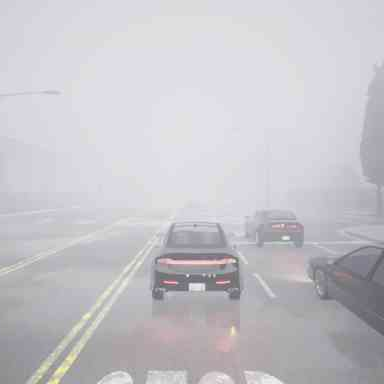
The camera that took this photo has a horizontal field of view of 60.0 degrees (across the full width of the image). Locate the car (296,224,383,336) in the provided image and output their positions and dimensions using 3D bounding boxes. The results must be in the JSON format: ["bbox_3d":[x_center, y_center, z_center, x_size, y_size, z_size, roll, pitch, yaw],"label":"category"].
[{"bbox_3d":[3.591,1.547,5.349,2.033,1.411,5.357,0,0,0],"label":"car"}]

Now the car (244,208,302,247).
[{"bbox_3d":[3.575,1.505,15.095,1.837,1.490,4.892,0,0,0],"label":"car"}]

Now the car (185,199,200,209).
[{"bbox_3d":[0.027,1.601,44.139,1.895,1.301,4.718,0,0,0],"label":"car"}]

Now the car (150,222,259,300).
[{"bbox_3d":[0.087,1.492,8.397,2.128,1.511,4.902,0,0,0],"label":"car"}]
